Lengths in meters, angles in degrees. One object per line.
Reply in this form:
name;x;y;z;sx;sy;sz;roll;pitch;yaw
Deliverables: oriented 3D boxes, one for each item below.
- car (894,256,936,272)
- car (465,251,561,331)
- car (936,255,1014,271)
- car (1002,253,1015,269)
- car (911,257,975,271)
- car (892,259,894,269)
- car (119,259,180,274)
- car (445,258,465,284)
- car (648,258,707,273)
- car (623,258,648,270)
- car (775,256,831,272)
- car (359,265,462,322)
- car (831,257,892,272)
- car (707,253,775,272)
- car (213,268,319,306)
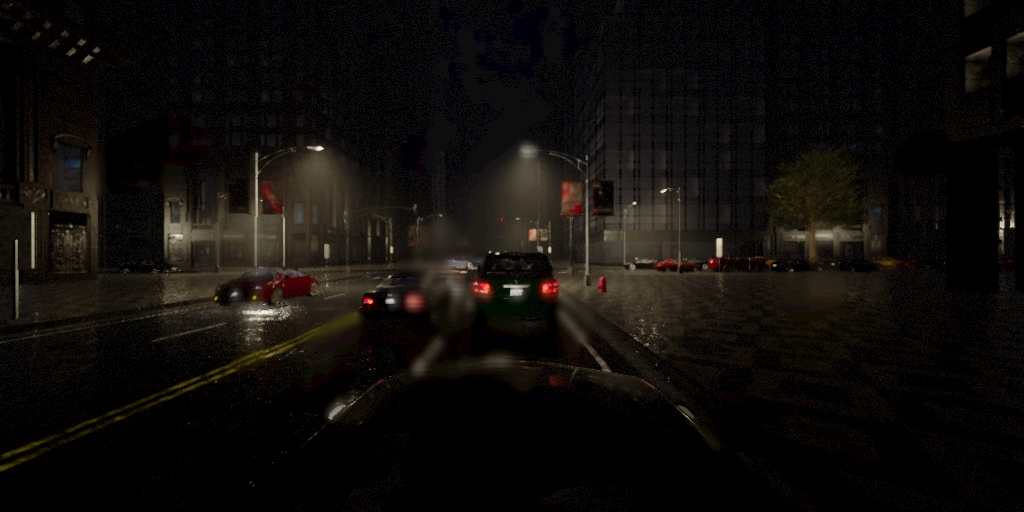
car;42.557;0.775;36.401;5.008;1.535;1.882;0;0;0
car;0.112;0.873;10.675;2.150;2.045;5.566;0;1;0
car;43.546;0.840;33.794;4.507;1.381;1.888;0;0;-1
car;49.184;0.598;33.874;5.009;1.841;2.192;0;0;-1
car;47.386;0.812;39.518;4.892;1.490;1.837;0;0;-1
car;43.260;0.821;42.315;4.829;1.417;1.751;0;0;-1
car;-35.817;1.093;35.495;4.892;1.490;1.837;0;0;0
car;-3.129;1.047;21.497;2.128;1.511;4.902;0;0;0
car;15.356;0.956;33.392;4.207;1.307;1.802;0;0;-1
car;15.237;0.941;41.916;4.313;1.339;1.948;0;0;-1
car;26.632;0.903;33.552;4.313;1.339;1.948;0;0;-1
car;-3.123;1.189;11.761;2.033;1.411;5.357;0;1;0
car;32.269;0.887;33.633;4.313;1.339;1.948;0;0;-1
car;20.995;0.669;33.472;5.009;1.841;2.192;0;0;-1
car;-9.818;1.176;14.722;1.994;1.385;4.181;0;1;0
